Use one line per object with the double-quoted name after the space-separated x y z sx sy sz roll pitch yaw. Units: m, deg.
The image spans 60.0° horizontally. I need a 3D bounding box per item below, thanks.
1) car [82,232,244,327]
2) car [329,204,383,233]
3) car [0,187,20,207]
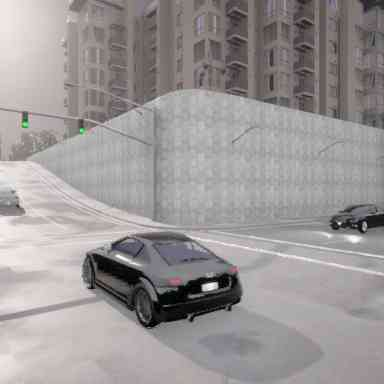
-0.867 1.565 7.214 1.994 1.385 4.181 0 0 -36 "car"
10.155 1.505 19.852 4.892 1.490 1.837 0 0 -36 "car"
-15.628 0.328 27.733 1.812 1.442 4.674 0 8 -36 "car"
